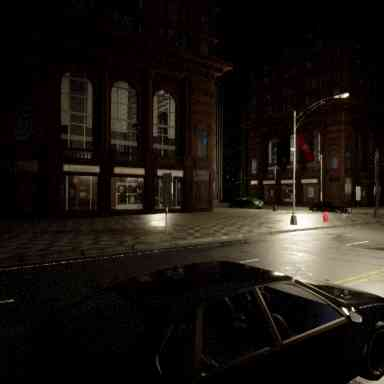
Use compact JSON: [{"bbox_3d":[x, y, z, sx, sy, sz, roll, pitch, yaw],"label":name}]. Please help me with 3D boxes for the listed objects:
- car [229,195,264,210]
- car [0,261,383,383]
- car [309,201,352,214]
[{"bbox_3d":[7.651,1.454,47.229,2.150,2.045,5.566,1,-1,-35],"label":"car"},{"bbox_3d":[0.380,1.548,3.712,5.357,1.411,2.033,0,0,-36],"label":"car"},{"bbox_3d":[15.161,1.698,36.628,1.812,1.442,4.674,1,-1,-35],"label":"car"}]
